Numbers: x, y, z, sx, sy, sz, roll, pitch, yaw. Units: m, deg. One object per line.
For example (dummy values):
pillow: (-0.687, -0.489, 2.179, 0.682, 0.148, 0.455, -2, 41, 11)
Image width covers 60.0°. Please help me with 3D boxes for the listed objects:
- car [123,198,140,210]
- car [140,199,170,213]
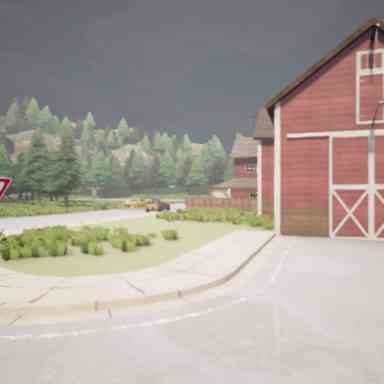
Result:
car: (-8.012, 1.656, 47.499, 1.882, 1.535, 5.008, 0, 0, 19)
car: (-4.031, 1.617, 38.863, 1.816, 1.474, 4.193, -6, -2, 16)
